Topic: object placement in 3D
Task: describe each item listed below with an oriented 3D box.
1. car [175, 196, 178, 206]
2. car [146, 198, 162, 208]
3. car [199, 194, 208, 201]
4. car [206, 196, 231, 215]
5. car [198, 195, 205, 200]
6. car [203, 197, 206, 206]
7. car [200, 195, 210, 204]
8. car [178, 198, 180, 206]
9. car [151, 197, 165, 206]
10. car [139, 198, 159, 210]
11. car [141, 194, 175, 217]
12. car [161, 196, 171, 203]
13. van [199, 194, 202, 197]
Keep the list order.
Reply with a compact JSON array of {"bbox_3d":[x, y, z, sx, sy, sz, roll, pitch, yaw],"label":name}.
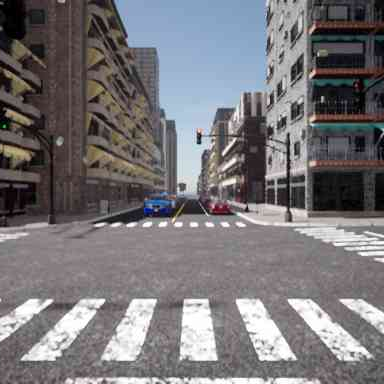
[{"bbox_3d":[-3.073,1.526,41.615,1.812,1.442,4.674,0,0,0],"label":"car"},{"bbox_3d":[-5.656,1.583,49.757,1.802,1.307,4.206,0,0,0],"label":"car"},{"bbox_3d":[2.731,1.587,60.819,1.802,1.307,4.206,0,0,0],"label":"car"},{"bbox_3d":[2.714,1.440,33.148,1.967,1.590,4.097,0,0,0],"label":"car"},{"bbox_3d":[2.752,1.567,94.024,1.887,1.381,4.507,0,0,0],"label":"car"},{"bbox_3d":[2.717,1.551,38.682,2.008,1.369,4.403,0,0,0],"label":"car"},{"bbox_3d":[2.728,1.585,55.285,1.802,1.307,4.206,0,0,0],"label":"car"},{"bbox_3d":[-3.036,1.494,55.990,2.128,1.511,4.902,0,0,0],"label":"car"},{"bbox_3d":[-5.653,1.569,55.292,1.947,1.339,4.313,0,0,0],"label":"car"},{"bbox_3d":[-5.660,1.551,44.222,2.008,1.369,4.403,0,0,0],"label":"car"},{"bbox_3d":[-3.078,1.222,31.299,2.150,2.045,5.566,0,0,0],"label":"car"},{"bbox_3d":[-5.642,1.555,71.893,1.887,1.381,4.507,0,0,0],"label":"car"},{"bbox_3d":[2.736,1.348,66.354,1.690,1.788,3.998,0,0,0],"label":"van"}]
